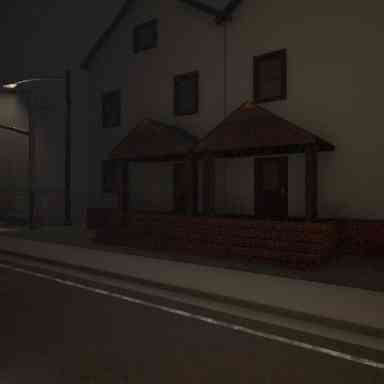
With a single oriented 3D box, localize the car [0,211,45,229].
[{"bbox_3d":[-15.642,2.488,29.676,2.128,1.511,4.902,0,-9,36],"label":"car"}]
